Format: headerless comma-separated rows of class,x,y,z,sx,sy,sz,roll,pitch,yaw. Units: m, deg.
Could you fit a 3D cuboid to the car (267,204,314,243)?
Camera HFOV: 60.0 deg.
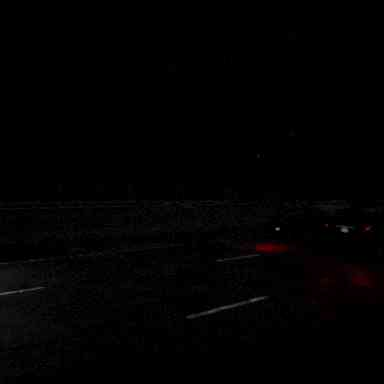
car,5.913,1.542,16.570,5.008,1.535,1.882,1,0,-36

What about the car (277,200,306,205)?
car,14.599,1.886,48.745,4.718,1.301,1.895,1,0,-35

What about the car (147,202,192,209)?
car,-2.037,1.592,28.342,4.674,1.442,1.812,1,0,-36

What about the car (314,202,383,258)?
car,7.225,1.410,13.206,4.553,1.767,2.097,1,0,-36

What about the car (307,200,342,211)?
car,18.969,1.858,47.538,5.357,1.411,2.033,1,0,-35

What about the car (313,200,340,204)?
car,15.228,1.705,36.349,5.008,1.535,1.882,1,-1,-35
